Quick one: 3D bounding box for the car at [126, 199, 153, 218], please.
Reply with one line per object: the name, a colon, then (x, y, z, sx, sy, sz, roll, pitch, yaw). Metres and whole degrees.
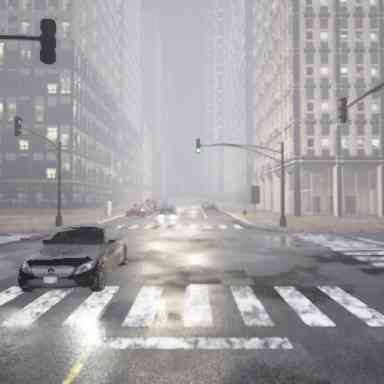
car: (-5.686, 1.824, 35.240, 1.967, 1.590, 4.097, 1, -1, 0)

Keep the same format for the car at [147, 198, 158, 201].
car: (-5.687, 1.820, 46.391, 2.192, 1.841, 5.009, 1, -1, 0)

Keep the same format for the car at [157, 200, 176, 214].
car: (-3.014, 2.051, 41.456, 1.895, 1.301, 4.718, 0, -1, 0)

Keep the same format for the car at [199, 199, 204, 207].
car: (2.685, 2.154, 57.778, 1.752, 1.417, 4.829, 1, -1, 0)

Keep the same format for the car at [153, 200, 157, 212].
car: (-5.691, 2.026, 40.813, 1.802, 1.307, 4.206, 1, -1, 0)

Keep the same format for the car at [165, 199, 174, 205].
car: (-5.705, 2.474, 85.412, 1.887, 1.381, 4.507, 1, -1, 0)

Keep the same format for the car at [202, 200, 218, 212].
car: (2.687, 2.088, 46.452, 1.802, 1.307, 4.206, 1, -1, 0)

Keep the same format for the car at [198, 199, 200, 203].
car: (2.683, 2.253, 63.184, 1.947, 1.339, 4.313, 1, -1, 0)

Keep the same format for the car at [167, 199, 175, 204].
car: (-5.706, 2.541, 90.987, 2.008, 1.369, 4.403, 1, -1, 0)

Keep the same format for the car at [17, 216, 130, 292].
car: (-3.003, 1.632, 9.382, 1.812, 1.442, 4.674, 0, -1, 0)
